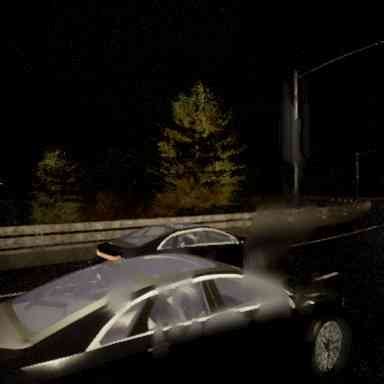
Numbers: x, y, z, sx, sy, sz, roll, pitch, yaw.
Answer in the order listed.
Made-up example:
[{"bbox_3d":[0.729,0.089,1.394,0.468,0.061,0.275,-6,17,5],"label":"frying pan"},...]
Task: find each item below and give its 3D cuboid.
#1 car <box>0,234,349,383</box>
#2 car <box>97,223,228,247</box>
[{"bbox_3d":[-0.040,1.515,3.929,4.902,1.511,2.128,0,0,-37],"label":"car"},{"bbox_3d":[-0.009,1.540,8.364,4.902,1.511,2.128,0,0,-38],"label":"car"}]
